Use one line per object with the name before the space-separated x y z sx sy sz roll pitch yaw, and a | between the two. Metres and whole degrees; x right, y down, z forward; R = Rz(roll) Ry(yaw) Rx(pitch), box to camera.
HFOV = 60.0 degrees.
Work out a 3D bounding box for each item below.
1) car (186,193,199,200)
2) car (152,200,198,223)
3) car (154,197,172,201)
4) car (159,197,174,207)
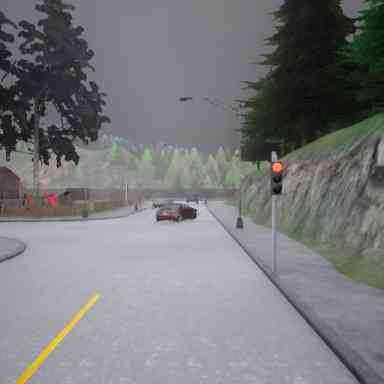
car | 0.086 1.221 62.483 2.150 2.045 5.566 0 0 0
car | -1.118 1.564 25.990 1.994 1.385 4.181 0 0 27
car | -4.040 1.478 42.853 1.882 1.535 5.008 0 0 0
car | -4.023 1.547 53.112 2.033 1.411 5.357 0 0 0
